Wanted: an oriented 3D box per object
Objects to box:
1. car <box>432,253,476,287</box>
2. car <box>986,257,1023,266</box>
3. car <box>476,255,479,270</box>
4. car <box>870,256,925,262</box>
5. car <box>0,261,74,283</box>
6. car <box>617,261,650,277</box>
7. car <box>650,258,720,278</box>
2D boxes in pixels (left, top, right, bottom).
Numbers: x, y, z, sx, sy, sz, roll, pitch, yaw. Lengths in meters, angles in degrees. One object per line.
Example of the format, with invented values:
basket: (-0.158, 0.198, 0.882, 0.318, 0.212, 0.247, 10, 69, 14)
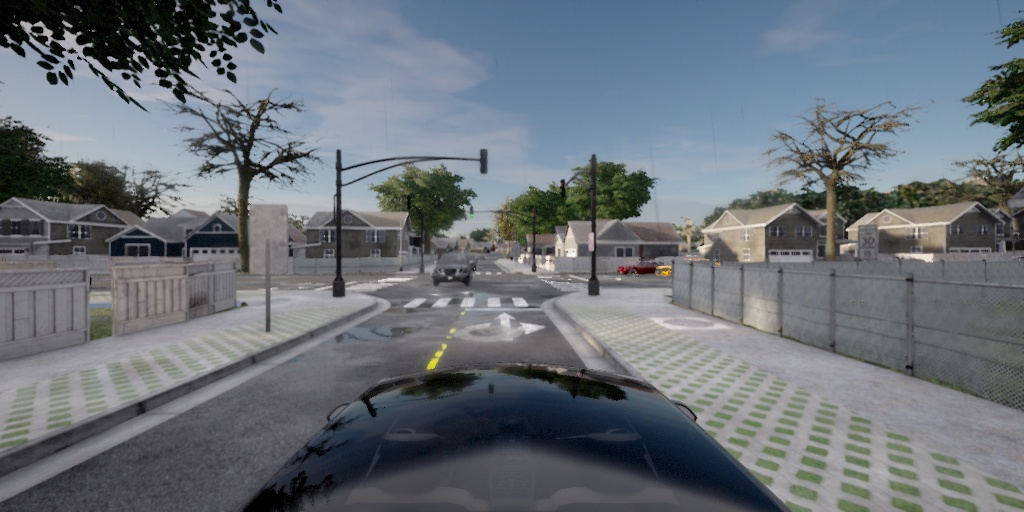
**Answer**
car: (-3.669, 0.847, 22.951, 2.150, 2.045, 5.566, 0, 1, -4)
car: (39.825, 0.750, 28.751, 5.357, 1.411, 2.033, -1, 0, -3)
car: (-5.014, 0.729, 39.596, 2.150, 2.045, 5.566, 0, 2, -5)
car: (33.614, 0.768, 31.684, 4.902, 1.511, 2.128, -1, 0, -3)
car: (-24.986, 0.988, 18.393, 4.902, 1.511, 2.128, 0, 0, -3)
car: (11.420, 1.054, 30.437, 4.718, 1.301, 1.895, 0, 0, -3)
car: (13.540, 0.929, 27.301, 5.008, 1.535, 1.882, 0, 0, -3)
